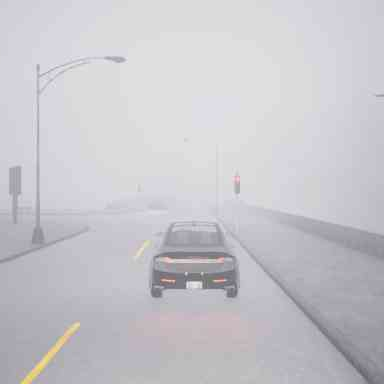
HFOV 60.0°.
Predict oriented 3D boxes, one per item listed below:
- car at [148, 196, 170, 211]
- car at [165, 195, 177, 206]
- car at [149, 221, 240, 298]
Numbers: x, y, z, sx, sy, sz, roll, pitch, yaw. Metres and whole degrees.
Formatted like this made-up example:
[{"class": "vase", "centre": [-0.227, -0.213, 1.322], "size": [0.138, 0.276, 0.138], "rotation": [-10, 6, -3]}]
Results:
[{"class": "car", "centre": [-4.114, 1.564, 40.336], "size": [1.994, 1.385, 4.181], "rotation": [0, 0, 0]}, {"class": "car", "centre": [-4.109, 1.354, 55.496], "size": [2.097, 1.767, 4.553], "rotation": [0, 0, 0]}, {"class": "car", "centre": [0.059, 1.492, 8.514], "size": [2.128, 1.511, 4.902], "rotation": [0, 0, 0]}]
